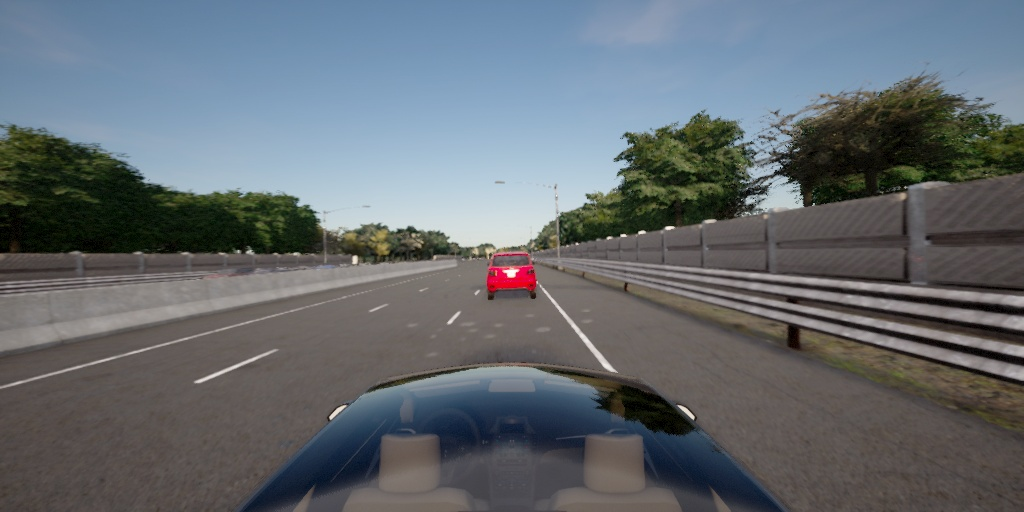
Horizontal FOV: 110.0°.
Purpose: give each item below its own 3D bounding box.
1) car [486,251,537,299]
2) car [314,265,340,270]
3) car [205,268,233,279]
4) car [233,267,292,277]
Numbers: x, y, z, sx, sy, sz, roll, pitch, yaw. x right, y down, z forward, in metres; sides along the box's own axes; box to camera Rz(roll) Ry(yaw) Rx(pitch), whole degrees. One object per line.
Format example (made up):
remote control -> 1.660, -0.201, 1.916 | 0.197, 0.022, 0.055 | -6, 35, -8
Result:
car -> -0.020, 0.831, 17.229 | 2.150, 2.045, 5.566 | -2, 0, 0
car -> -17.607, 1.663, 33.966 | 1.882, 1.535, 5.008 | -2, 0, 1
car -> -24.624, 1.804, 31.644 | 2.097, 1.767, 4.553 | -2, 0, 0
car -> -21.127, 1.813, 31.266 | 2.128, 1.511, 4.902 | -2, 0, 0
